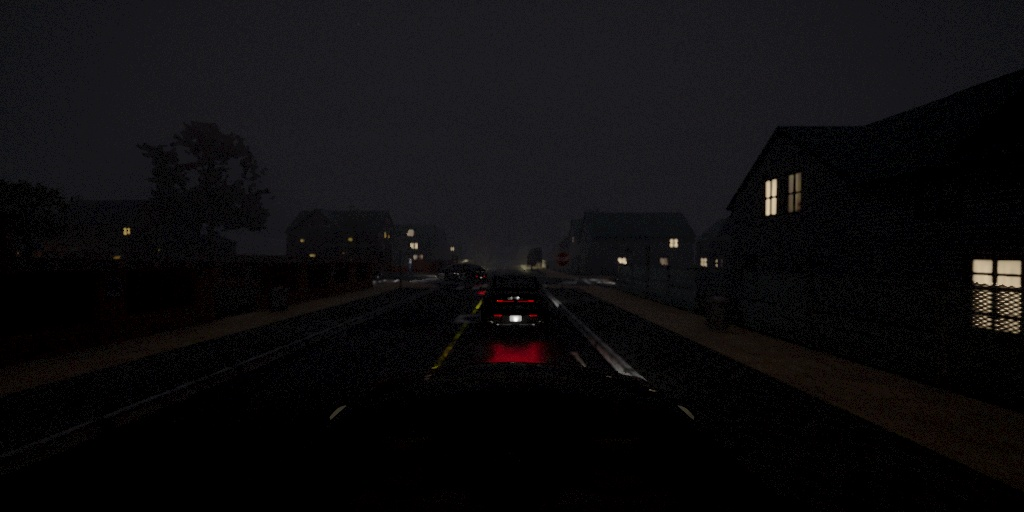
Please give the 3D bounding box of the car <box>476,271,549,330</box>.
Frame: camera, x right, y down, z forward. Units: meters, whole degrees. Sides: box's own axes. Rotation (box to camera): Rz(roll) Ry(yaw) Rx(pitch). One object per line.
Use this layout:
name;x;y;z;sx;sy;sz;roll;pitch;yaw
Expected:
car;0.090;1.302;11.355;1.837;1.490;4.892;0;0;0

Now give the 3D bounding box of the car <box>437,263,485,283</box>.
car;-4.191;1.346;29.531;4.892;1.490;1.837;2;-1;42

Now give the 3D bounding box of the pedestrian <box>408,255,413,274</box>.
pedestrian;-9.718;0.778;34.212;0.375;1.860;0.375;0;0;1

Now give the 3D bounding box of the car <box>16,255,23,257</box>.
car;-45.187;0.533;31.784;5.357;1.411;2.033;1;1;1

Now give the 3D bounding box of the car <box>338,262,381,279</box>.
car;-13.276;1.216;28.411;5.357;1.411;2.033;1;1;1

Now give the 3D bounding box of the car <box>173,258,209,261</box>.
car;-25.297;0.930;28.591;4.892;1.490;1.837;1;1;1

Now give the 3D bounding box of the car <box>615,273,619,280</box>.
car;11.799;1.686;31.005;5.357;1.411;2.033;1;1;1
